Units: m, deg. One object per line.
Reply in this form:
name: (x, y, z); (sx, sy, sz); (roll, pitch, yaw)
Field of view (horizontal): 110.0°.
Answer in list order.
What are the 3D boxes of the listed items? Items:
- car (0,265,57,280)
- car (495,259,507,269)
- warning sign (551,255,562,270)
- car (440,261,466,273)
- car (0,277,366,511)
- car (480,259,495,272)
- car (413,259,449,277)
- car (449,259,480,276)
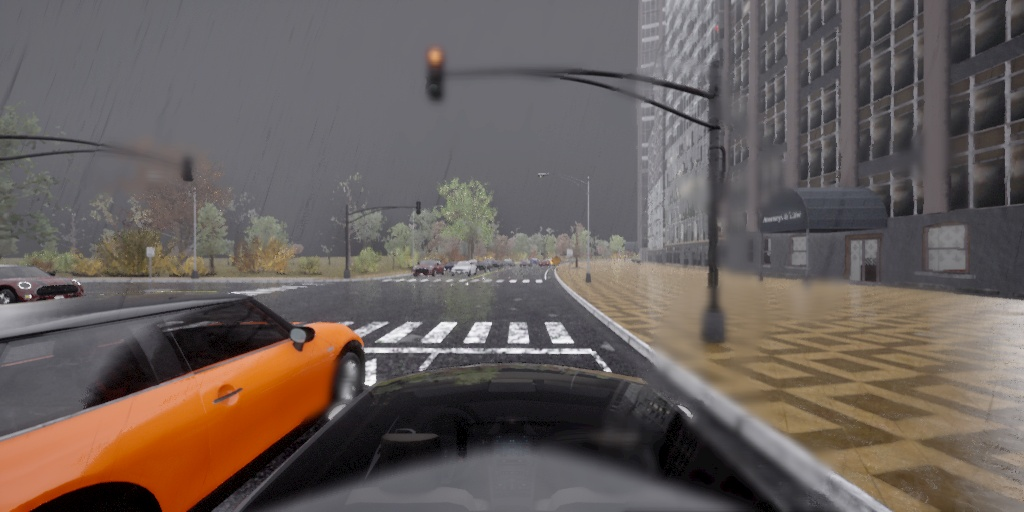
car: (-20.962, 1.152, 14.990); (4.553, 1.767, 2.097); (0, 0, 4)
car: (-2.490, 1.325, 55.406); (1.895, 1.301, 4.718); (0, 0, 9)
warning sign: (5.473, 0.847, 44.136); (1.300, 1.860, 1.060); (0, 0, 7)
car: (-7.227, 1.327, 44.479); (1.895, 1.301, 4.718); (0, 0, 7)
car: (-3.102, 1.101, 3.209); (2.097, 1.767, 4.553); (0, 0, 0)
car: (-3.833, 1.328, 45.543); (1.895, 1.301, 4.718); (0, 0, 7)
car: (-8.167, 1.081, 35.542); (2.097, 1.767, 4.553); (0, 0, 6)
car: (-4.817, 1.256, 36.491); (1.812, 1.442, 4.674); (0, 0, 6)
